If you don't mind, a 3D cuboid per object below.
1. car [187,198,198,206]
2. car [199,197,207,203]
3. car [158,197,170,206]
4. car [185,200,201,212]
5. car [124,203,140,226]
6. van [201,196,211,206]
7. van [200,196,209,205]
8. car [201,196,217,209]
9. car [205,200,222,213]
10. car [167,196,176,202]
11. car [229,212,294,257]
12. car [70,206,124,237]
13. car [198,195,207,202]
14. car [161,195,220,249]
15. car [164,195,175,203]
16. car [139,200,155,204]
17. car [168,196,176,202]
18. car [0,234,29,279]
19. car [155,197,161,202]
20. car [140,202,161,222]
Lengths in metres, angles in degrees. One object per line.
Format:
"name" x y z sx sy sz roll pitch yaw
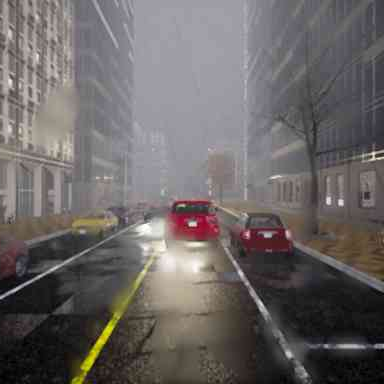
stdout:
"car" 0.106 1.847 61.546 1.994 1.385 4.181 0 0 0
"car" 2.573 1.886 79.899 1.752 1.417 4.829 0 0 0
"car" -5.309 1.730 63.087 1.967 1.590 4.097 0 0 0
"car" 0.108 1.765 43.053 1.994 1.385 4.181 0 0 0
"car" -5.313 1.681 24.255 1.947 1.339 4.313 0 0 0
"van" 2.572 1.630 63.087 1.690 1.788 3.998 0 0 0
"van" 2.572 1.654 68.634 1.690 1.788 3.998 0 0 0
"car" 2.574 1.556 51.990 2.192 1.841 5.009 0 0 0
"car" 2.569 1.717 41.067 1.752 1.417 4.829 0 0 0
"car" -5.306 1.824 85.277 1.967 1.590 4.097 0 0 0
"car" 2.565 1.503 13.160 1.967 1.590 4.097 0 0 0
"car" -5.314 1.614 18.537 1.752 1.417 4.829 0 0 0
"car" 2.574 1.698 85.277 2.192 1.841 5.009 0 0 0
"car" 0.019 1.294 14.971 2.150 2.045 5.566 0 0 0
"car" -5.307 1.675 79.730 2.192 1.841 5.009 0 0 0
"car" -5.312 1.748 35.350 1.802 1.307 4.206 0 0 0
"car" -5.396 1.847 90.821 1.967 1.590 4.097 0 0 0
"car" -5.315 1.619 7.613 1.802 1.307 4.206 0 0 0
"car" -5.311 1.761 46.445 1.887 1.381 4.507 0 0 0
"car" -2.824 1.731 27.466 1.895 1.301 4.718 0 0 0
